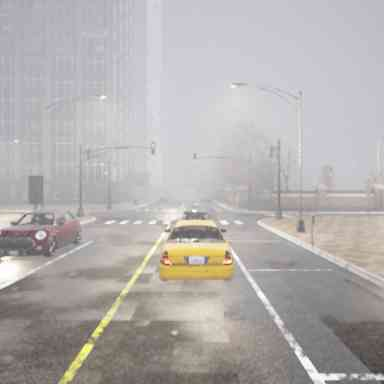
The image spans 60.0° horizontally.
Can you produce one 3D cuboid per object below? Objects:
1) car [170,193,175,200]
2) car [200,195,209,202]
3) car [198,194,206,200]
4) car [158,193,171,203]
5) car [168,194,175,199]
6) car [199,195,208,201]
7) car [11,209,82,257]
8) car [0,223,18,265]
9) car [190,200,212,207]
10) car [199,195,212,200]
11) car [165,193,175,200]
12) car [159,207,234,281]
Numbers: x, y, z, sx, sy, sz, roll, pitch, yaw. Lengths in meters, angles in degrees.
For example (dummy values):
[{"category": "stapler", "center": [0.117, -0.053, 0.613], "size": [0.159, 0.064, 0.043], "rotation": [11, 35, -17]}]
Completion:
[{"category": "car", "center": [-5.826, 1.258, 83.814], "size": [1.967, 1.590, 4.097], "rotation": [0, 0, 0]}, {"category": "car", "center": [2.699, 1.397, 72.745], "size": [1.887, 1.381, 4.507], "rotation": [0, 0, 0]}, {"category": "car", "center": [2.701, 1.341, 89.427], "size": [1.887, 1.381, 4.507], "rotation": [0, 0, 0]}, {"category": "car", "center": [-5.828, 1.432, 67.130], "size": [1.947, 1.339, 4.313], "rotation": [0, 0, 0]}, {"category": "car", "center": [-5.824, 1.337, 94.934], "size": [1.947, 1.339, 4.313], "rotation": [0, 0, 0]}, {"category": "car", "center": [2.699, 1.387, 78.305], "size": [2.008, 1.369, 4.403], "rotation": [0, 0, 0]}, {"category": "car", "center": [-5.688, 1.423, 12.607], "size": [1.967, 1.590, 4.097], "rotation": [0, 0, 0]}, {"category": "car", "center": [-5.689, 1.574, 6.914], "size": [1.802, 1.307, 4.206], "rotation": [0, 0, 0]}, {"category": "car", "center": [0.639, 1.508, 23.203], "size": [2.033, 1.411, 5.357], "rotation": [0, 0, 11]}, {"category": "car", "center": [2.758, 1.444, 61.630], "size": [1.947, 1.339, 4.313], "rotation": [0, 0, 0]}, {"category": "car", "center": [-5.824, 1.111, 89.372], "size": [2.192, 1.841, 5.009], "rotation": [0, 0, 0]}, {"category": "car", "center": [0.101, 1.445, 9.768], "size": [1.801, 1.575, 5.366], "rotation": [0, 0, 0]}]
